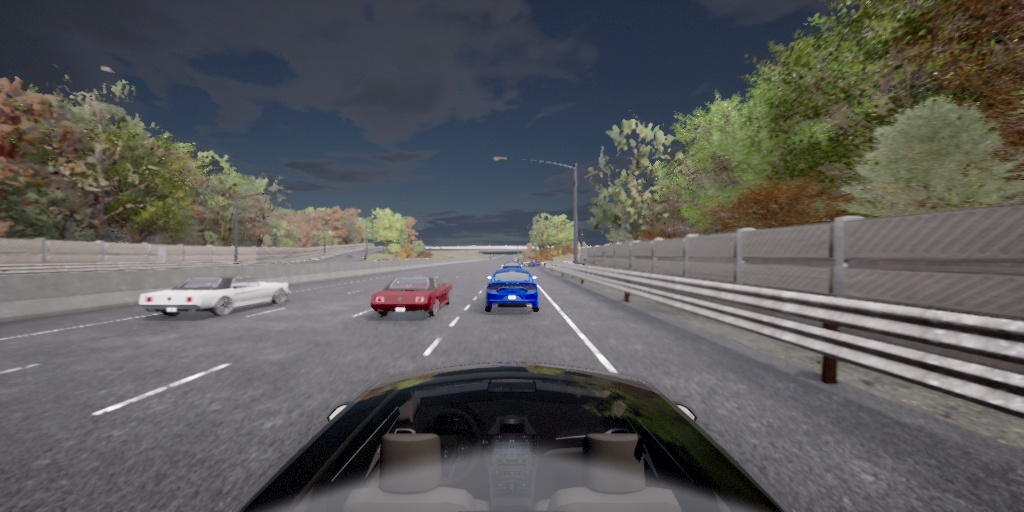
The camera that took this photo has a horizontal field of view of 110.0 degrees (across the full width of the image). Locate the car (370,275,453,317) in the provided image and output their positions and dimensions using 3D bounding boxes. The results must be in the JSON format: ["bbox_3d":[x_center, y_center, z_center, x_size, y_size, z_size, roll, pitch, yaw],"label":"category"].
[{"bbox_3d":[-3.398,1.356,13.165,1.895,1.301,4.718,0,0,0],"label":"car"}]

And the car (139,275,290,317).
[{"bbox_3d":[-10.398,1.357,13.178,1.895,1.301,4.718,0,0,0],"label":"car"}]

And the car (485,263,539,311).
[{"bbox_3d":[0.003,1.235,14.460,1.882,1.535,5.008,0,0,0],"label":"car"}]

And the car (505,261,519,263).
[{"bbox_3d":[0.007,1.260,34.600,1.882,1.535,5.008,0,0,0],"label":"car"}]
